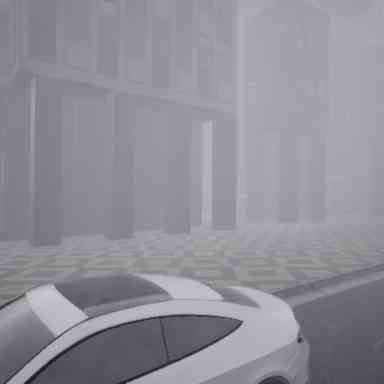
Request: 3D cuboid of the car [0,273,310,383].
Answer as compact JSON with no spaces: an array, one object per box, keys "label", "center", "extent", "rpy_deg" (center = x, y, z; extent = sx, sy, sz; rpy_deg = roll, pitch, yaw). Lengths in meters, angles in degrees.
[{"label":"car","center":[-0.944,1.526,2.707],"extent":[4.674,1.442,1.812],"rpy_deg":[0,0,-36]}]
